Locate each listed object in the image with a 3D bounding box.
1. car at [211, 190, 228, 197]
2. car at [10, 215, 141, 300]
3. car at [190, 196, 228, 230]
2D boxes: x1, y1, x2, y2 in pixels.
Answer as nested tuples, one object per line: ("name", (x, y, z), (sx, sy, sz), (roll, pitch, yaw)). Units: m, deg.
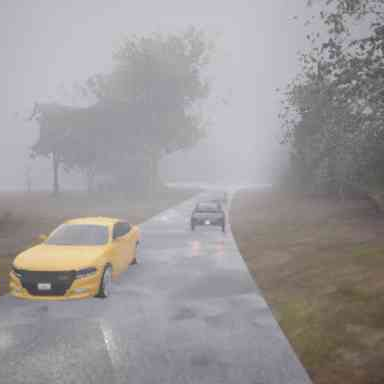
("car", (3.204, 0.516, 38.716), (2.033, 1.411, 5.357), (1, 3, 8))
("car", (-2.611, 1.425, 8.595), (1.882, 1.535, 5.008), (1, 1, 2))
("car", (0.961, 1.262, 19.184), (2.128, 1.511, 4.902), (0, 2, 4))
